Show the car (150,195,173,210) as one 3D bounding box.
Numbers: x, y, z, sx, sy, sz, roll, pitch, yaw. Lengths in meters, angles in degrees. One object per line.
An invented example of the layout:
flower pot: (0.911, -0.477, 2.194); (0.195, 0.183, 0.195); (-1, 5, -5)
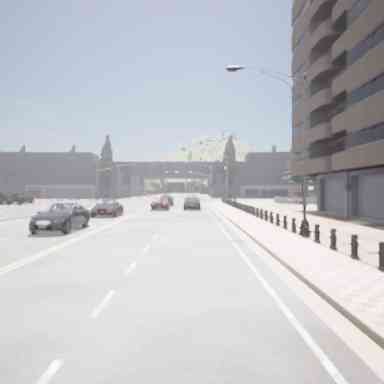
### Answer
car: (-3.496, 1.346, 37.412); (1.895, 1.301, 4.718); (0, 0, 0)

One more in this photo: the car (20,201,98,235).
car: (-7.084, 1.370, 18.221); (2.128, 1.511, 4.902); (0, 0, 0)

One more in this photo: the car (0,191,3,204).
car: (-27.437, 0.830, 47.799); (1.905, 1.878, 3.866); (0, 0, 0)

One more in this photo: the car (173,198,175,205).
car: (-3.495, 1.187, 46.357); (1.837, 1.490, 4.892); (0, 0, 0)

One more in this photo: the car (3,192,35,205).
car: (-24.543, 0.827, 47.734); (1.932, 1.855, 4.605); (0, 0, 0)

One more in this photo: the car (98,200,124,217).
car: (-7.073, 1.373, 28.215); (1.994, 1.385, 4.181); (0, 0, 1)

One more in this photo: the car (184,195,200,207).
car: (0.009, 1.227, 46.842); (2.033, 1.411, 5.357); (0, 0, 0)

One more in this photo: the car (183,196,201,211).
car: (0.004, 1.309, 37.381); (1.994, 1.385, 4.181); (0, 0, 0)
